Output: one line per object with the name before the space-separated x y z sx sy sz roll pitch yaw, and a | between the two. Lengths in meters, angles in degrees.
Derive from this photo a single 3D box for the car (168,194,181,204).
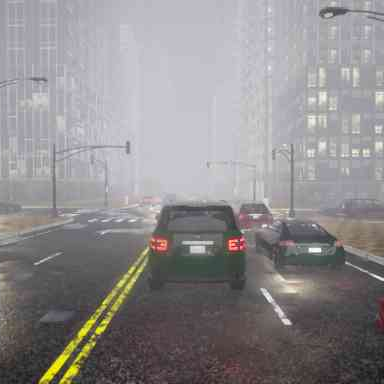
car | -3.216 1.302 61.563 2.097 1.767 4.553 0 0 0

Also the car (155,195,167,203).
car | -6.390 1.418 69.212 1.882 1.535 5.008 0 0 0

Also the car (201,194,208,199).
car | 3.397 1.216 91.648 1.882 1.535 5.008 0 0 0

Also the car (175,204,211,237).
car | 0.127 1.515 18.880 1.812 1.442 4.674 0 0 2

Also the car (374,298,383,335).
car | 3.354 1.600 2.302 1.895 1.301 4.718 0 0 0

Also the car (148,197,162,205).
car | -6.478 1.554 58.958 1.895 1.301 4.718 0 0 0

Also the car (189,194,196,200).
car | 0.148 1.428 92.905 1.812 1.442 4.674 0 0 0

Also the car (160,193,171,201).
car | -6.373 1.151 79.782 2.150 2.045 5.566 0 0 0

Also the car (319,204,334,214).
car | 16.780 1.660 36.197 5.357 1.411 2.033 0 1 1

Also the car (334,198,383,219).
car | 16.249 1.517 30.421 5.009 1.841 2.192 1 0 1

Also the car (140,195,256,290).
car | 0.116 1.217 9.198 2.150 2.045 5.566 0 0 0

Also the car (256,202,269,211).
car | 3.381 1.341 19.740 2.097 1.767 4.553 0 0 0

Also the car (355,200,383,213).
car | 21.871 1.641 38.698 4.829 1.417 1.752 1 0 1

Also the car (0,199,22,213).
car | -19.587 1.404 33.657 4.181 1.385 1.994 1 1 1

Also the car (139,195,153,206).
car | -6.543 1.316 49.968 2.097 1.767 4.553 0 0 1

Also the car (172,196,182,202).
car | -3.137 1.532 71.616 1.895 1.301 4.718 0 0 0

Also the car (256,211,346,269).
car | 3.368 1.558 11.127 1.994 1.385 4.181 0 0 0

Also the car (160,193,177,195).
car | -3.281 1.183 51.752 2.150 2.045 5.566 0 0 -1
